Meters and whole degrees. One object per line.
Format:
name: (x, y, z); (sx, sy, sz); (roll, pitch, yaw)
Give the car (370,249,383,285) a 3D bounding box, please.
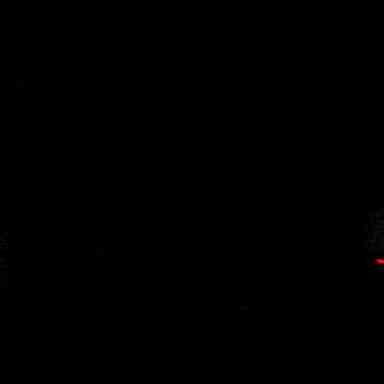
car: (6.458, 1.567, 8.092); (5.357, 1.411, 2.033); (0, 0, -35)
